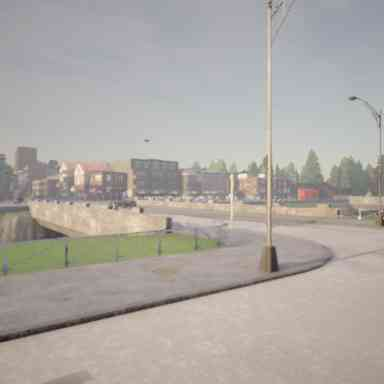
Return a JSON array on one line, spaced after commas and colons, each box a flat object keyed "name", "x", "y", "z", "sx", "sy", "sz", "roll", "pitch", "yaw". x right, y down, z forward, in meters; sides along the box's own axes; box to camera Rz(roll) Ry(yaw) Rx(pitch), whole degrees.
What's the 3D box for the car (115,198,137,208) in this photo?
[{"name": "car", "x": -9.392, "y": 1.552, "z": 47.296, "sx": 1.812, "sy": 1.442, "sz": 4.674, "roll": 0, "pitch": 0, "yaw": -36}]
